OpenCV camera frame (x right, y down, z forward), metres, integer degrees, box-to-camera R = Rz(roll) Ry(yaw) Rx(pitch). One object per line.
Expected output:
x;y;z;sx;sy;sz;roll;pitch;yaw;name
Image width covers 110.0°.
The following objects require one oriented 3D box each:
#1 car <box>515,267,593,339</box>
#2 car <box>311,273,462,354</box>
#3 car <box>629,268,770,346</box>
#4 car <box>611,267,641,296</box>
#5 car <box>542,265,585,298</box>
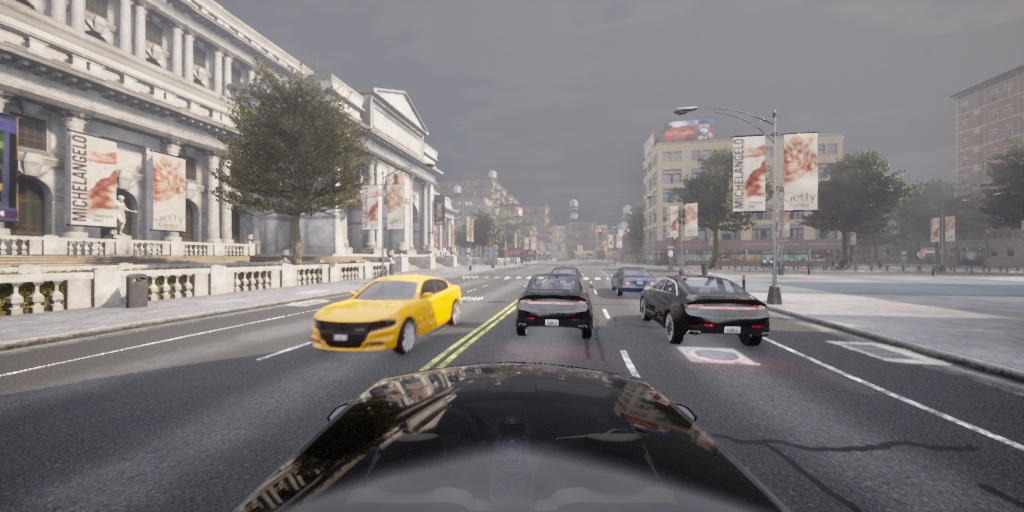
1.259;1.239;10.222;2.128;1.511;4.902;0;0;9;car
-2.753;1.226;9.048;1.882;1.535;5.008;0;0;9;car
4.695;1.240;9.450;2.128;1.511;4.902;0;0;9;car
6.374;1.293;19.058;2.033;1.411;5.357;0;0;11;car
2.924;1.293;19.700;2.033;1.411;5.357;0;0;11;car
